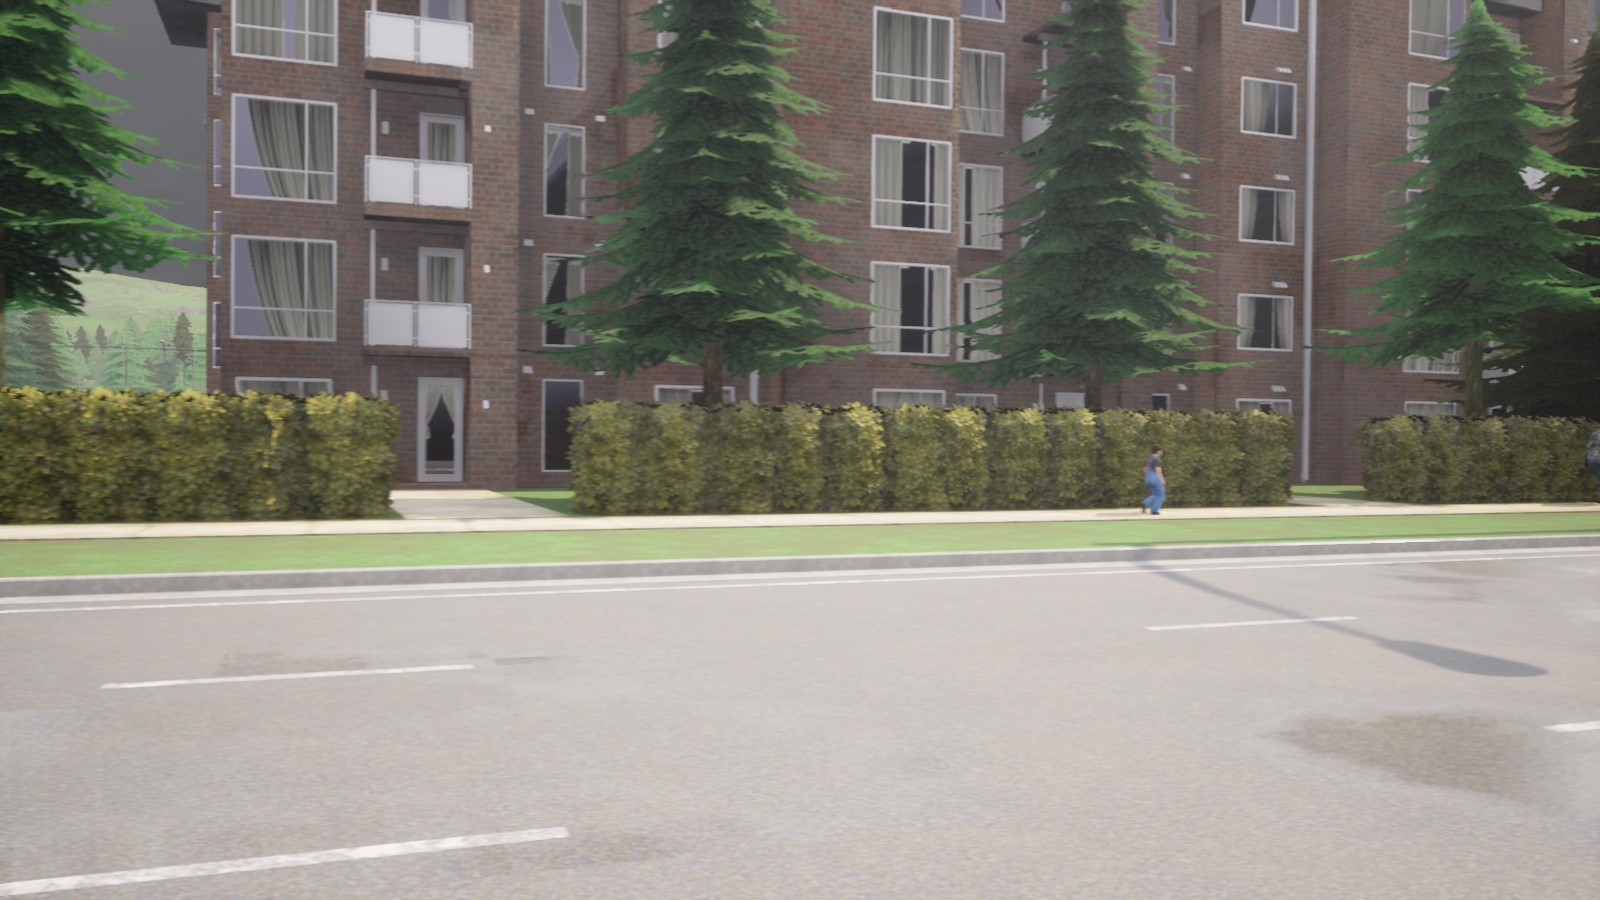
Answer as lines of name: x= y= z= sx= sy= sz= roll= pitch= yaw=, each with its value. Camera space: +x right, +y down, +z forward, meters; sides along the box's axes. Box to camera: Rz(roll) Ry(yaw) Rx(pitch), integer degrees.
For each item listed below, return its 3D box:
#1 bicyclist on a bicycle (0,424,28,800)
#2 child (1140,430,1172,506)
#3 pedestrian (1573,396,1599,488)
bicyclist on a bicycle: x=-4.323 y=0.711 z=5.341 sx=1.656 sy=1.620 sz=0.582 roll=-1 pitch=1 yaw=-21
child: x=5.969 y=0.300 z=21.035 sx=0.437 sy=1.263 sz=0.270 roll=-1 pitch=1 yaw=-21
pedestrian: x=16.497 y=-0.168 z=25.622 sx=0.900 sy=1.855 sz=0.874 roll=-1 pitch=1 yaw=-21
